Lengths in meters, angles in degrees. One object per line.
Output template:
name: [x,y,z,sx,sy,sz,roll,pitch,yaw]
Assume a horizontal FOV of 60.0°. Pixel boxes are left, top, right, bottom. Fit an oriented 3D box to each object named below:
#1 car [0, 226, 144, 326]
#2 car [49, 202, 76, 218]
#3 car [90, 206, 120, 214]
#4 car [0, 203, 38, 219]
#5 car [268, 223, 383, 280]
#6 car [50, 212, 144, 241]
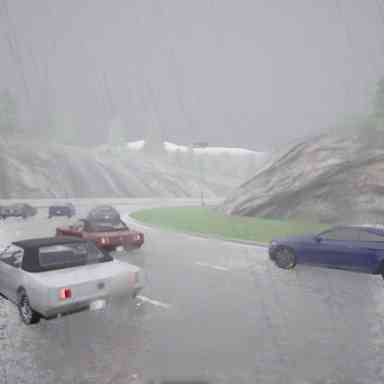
car: [-3.172,1.640,7.262,4.718,1.301,1.895,0,-1,45]
car: [-12.326,1.647,31.850,1.882,1.535,5.008,0,0,-12]
car: [-6.664,1.714,25.131,1.994,1.385,4.181,0,0,-23]
car: [-15.701,1.691,30.457,2.033,1.411,5.357,0,0,-12]
car: [4.543,1.620,9.643,4.674,1.442,1.812,0,0,39]
car: [-3.872,1.680,13.278,1.895,1.301,4.718,1,-1,-39]
